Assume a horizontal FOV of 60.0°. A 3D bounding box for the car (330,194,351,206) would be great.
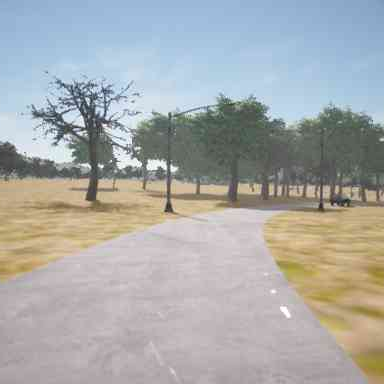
[{"bbox_3d":[27.421,1.411,61.399,2.150,2.045,5.566,2,0,43],"label":"car"}]
